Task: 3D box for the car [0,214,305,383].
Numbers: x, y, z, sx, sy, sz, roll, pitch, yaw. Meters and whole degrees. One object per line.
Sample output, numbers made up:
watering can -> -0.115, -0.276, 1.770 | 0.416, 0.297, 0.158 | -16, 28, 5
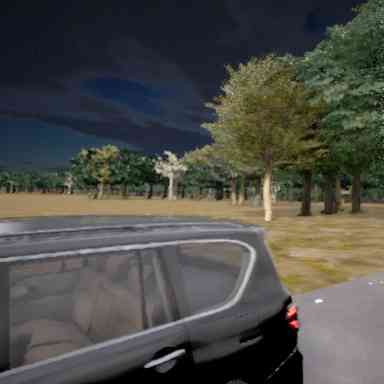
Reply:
car -> -1.591, 1.228, 2.240 | 5.566, 2.045, 2.150 | 1, -1, -36
